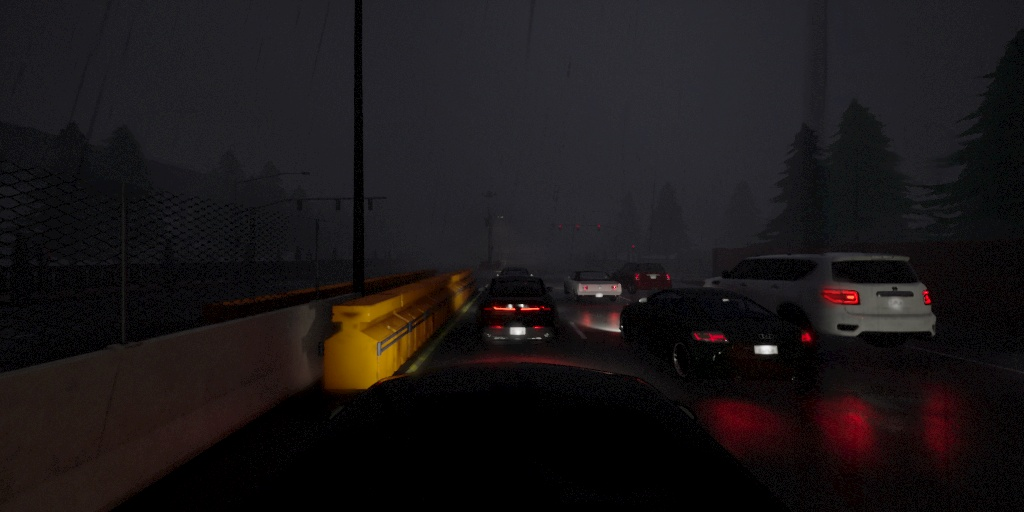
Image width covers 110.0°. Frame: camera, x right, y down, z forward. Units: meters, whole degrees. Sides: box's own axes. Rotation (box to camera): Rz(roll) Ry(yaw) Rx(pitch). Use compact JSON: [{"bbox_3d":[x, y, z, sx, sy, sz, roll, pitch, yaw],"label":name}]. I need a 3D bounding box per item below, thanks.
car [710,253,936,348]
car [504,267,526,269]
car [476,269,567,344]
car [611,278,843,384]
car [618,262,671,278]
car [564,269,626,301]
[{"bbox_3d":[7.120,0.968,9.322,2.150,2.045,5.566,0,0,0],"label":"car"},{"bbox_3d":[0.147,1.297,19.118,2.033,1.411,5.357,0,0,0],"label":"car"},{"bbox_3d":[0.122,1.255,9.601,1.837,1.490,4.892,0,0,0],"label":"car"},{"bbox_3d":[3.622,1.314,7.147,1.994,1.385,4.181,0,0,-1],"label":"car"},{"bbox_3d":[7.152,1.102,20.255,2.097,1.767,4.553,0,0,0],"label":"car"},{"bbox_3d":[3.643,1.351,17.152,1.895,1.301,4.718,0,0,0],"label":"car"}]
